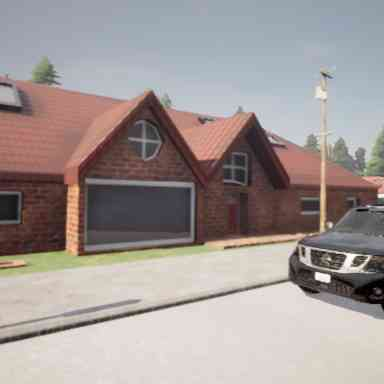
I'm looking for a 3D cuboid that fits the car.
[{"bbox_3d":[4.758,1.335,7.925,5.566,2.045,2.150,2,-1,-35],"label":"car"}]
